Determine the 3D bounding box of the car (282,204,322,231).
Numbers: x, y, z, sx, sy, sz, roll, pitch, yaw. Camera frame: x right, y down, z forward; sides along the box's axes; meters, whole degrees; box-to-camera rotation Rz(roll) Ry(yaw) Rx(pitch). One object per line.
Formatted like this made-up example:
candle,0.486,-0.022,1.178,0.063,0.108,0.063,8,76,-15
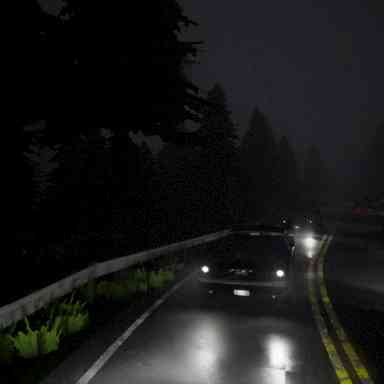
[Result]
car,6.738,1.461,20.067,2.033,1.411,5.357,-2,0,26

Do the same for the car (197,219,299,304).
car,1.621,1.599,8.434,1.895,1.301,4.718,-1,0,18

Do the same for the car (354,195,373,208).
car,20.747,1.059,40.201,2.128,1.511,4.902,-2,0,28
